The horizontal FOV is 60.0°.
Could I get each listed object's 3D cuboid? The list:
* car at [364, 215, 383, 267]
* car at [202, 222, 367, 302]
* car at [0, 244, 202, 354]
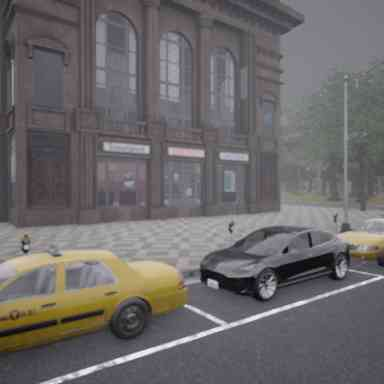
[{"bbox_3d":[6.485,1.493,11.330,4.829,1.417,1.752,0,0,-36],"label":"car"},{"bbox_3d":[2.209,1.548,8.253,4.313,1.339,1.947,0,0,-36],"label":"car"},{"bbox_3d":[-2.343,1.523,4.979,4.829,1.417,1.752,0,0,-36],"label":"car"}]
